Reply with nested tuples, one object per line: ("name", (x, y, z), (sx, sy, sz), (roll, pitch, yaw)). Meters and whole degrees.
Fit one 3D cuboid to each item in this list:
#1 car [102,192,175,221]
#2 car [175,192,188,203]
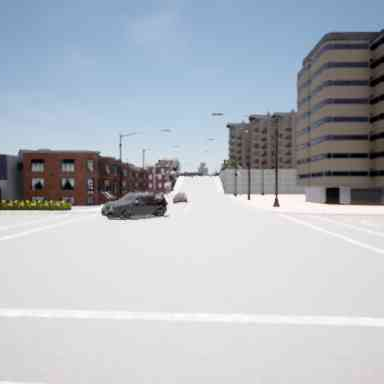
("car", (-4.426, 1.118, 26.820), (2.150, 2.045, 5.566), (6, 5, 45))
("car", (-1.759, 0.827, 53.493), (2.097, 1.767, 4.553), (0, 1, 2))
